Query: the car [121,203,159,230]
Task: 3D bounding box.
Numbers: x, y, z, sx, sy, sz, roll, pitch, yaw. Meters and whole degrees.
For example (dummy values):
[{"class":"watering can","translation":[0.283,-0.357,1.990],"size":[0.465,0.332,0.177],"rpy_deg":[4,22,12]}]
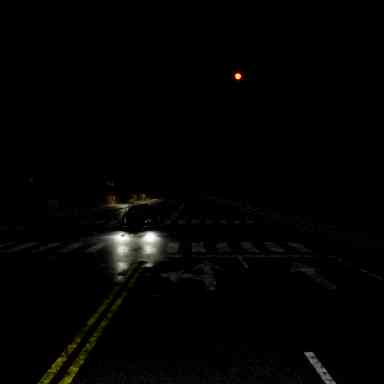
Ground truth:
[{"class":"car","translation":[-3.225,1.534,21.283],"size":[1.882,1.535,5.008],"rpy_deg":[0,1,0]}]
